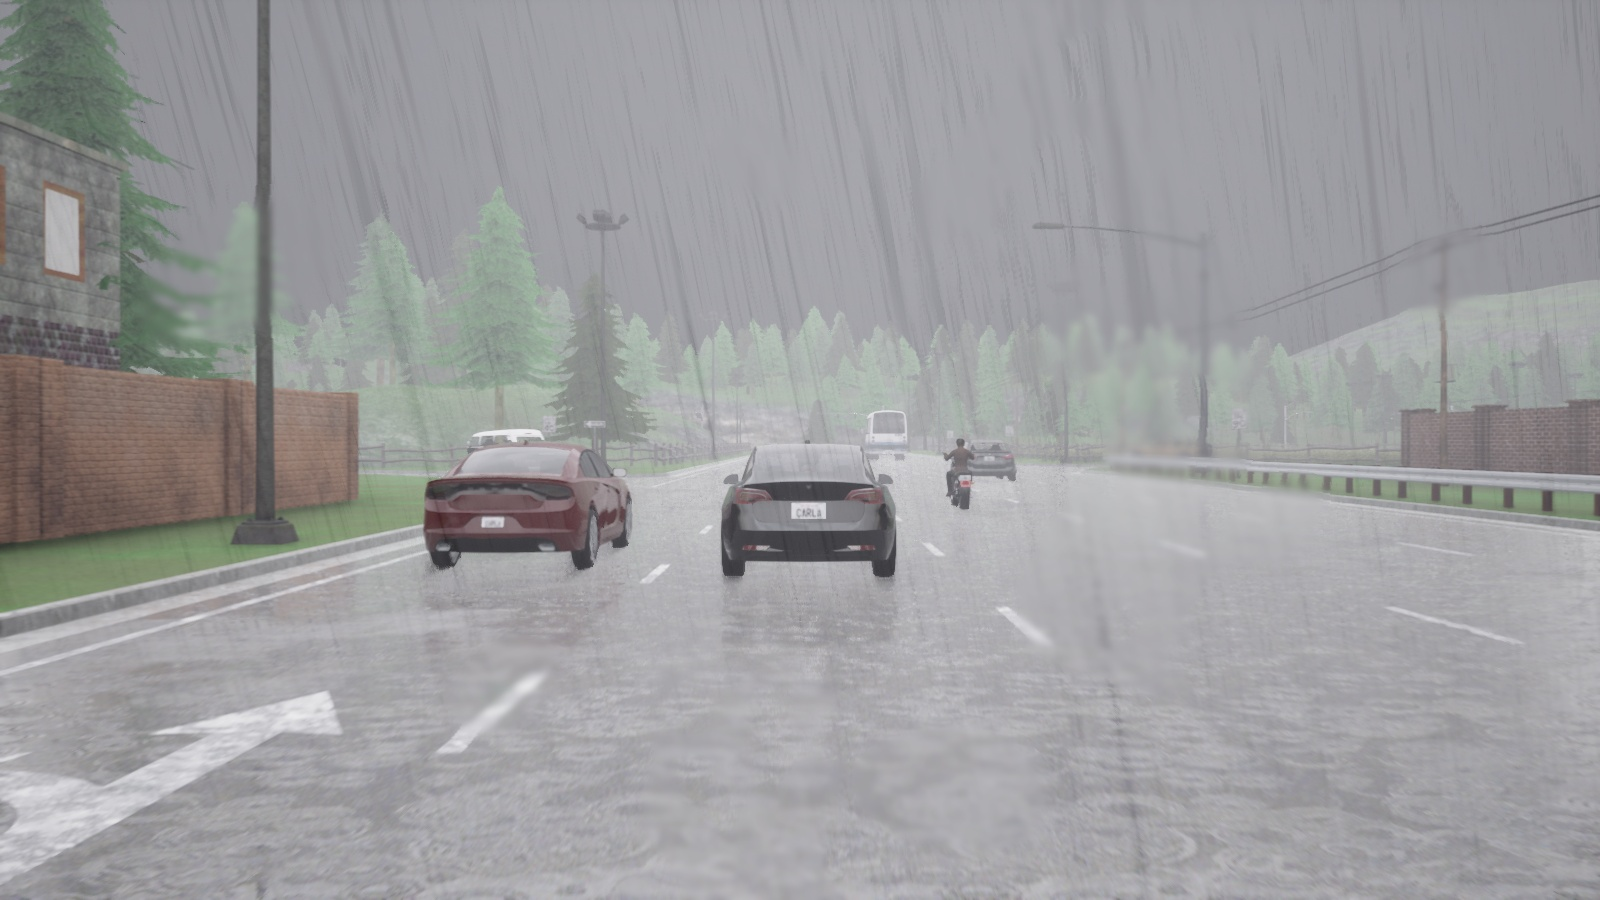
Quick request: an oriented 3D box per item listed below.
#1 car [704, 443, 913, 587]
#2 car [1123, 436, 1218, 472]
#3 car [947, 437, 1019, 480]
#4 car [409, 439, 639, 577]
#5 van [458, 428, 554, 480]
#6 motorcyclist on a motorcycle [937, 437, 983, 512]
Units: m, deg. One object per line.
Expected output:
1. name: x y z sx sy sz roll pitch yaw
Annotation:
1. car: 0.102 0.660 15.400 2.163 1.488 4.792 0 0 0
2. car: 20.098 0.195 68.254 4.605 1.855 1.932 0 0 43
3. car: 7.300 0.313 50.520 2.242 1.667 4.611 0 0 0
4. car: -3.392 0.628 16.479 1.882 1.535 5.008 0 0 0
5. van: -12.135 0.166 51.614 2.069 2.038 4.480 0 0 -39
6. motorcyclist on a motorcycle: 3.679 0.536 28.991 0.766 1.649 2.350 0 0 0
